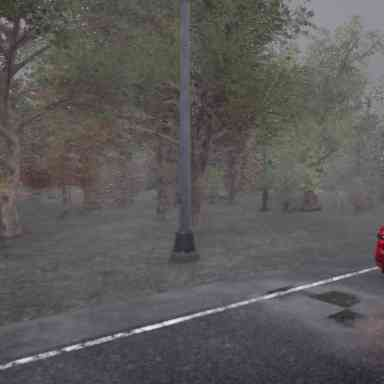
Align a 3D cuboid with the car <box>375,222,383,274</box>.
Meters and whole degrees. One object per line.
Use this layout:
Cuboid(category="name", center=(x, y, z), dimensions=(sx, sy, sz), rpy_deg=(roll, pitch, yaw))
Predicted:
Cuboid(category="car", center=(7.031, 1.250, 8.762), dimensions=(5.566, 2.045, 2.150), rpy_deg=(0, 0, -35))
